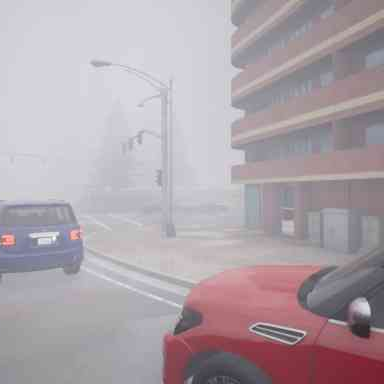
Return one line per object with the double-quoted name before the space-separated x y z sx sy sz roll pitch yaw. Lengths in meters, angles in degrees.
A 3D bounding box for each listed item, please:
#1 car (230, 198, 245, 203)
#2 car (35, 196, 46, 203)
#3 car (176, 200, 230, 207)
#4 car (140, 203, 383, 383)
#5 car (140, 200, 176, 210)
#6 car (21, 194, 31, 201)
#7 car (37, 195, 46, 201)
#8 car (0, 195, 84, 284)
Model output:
"car" 5.187 1.533 39.732 5.008 1.535 1.882 0 0 -23
"car" -33.219 1.540 73.066 2.033 1.411 5.357 0 0 -23
"car" 1.116 1.656 34.250 4.718 1.301 1.895 0 0 -23
"car" 2.348 1.221 2.453 5.566 2.045 2.150 0 0 36
"car" -3.340 1.581 36.167 4.674 1.442 1.812 0 0 -22
"car" -40.415 1.355 81.065 2.097 1.767 4.553 0 0 -23
"car" -37.240 1.478 82.542 1.882 1.535 5.008 0 0 -23
"car" -4.951 1.221 9.811 2.150 2.045 5.566 0 0 -36
